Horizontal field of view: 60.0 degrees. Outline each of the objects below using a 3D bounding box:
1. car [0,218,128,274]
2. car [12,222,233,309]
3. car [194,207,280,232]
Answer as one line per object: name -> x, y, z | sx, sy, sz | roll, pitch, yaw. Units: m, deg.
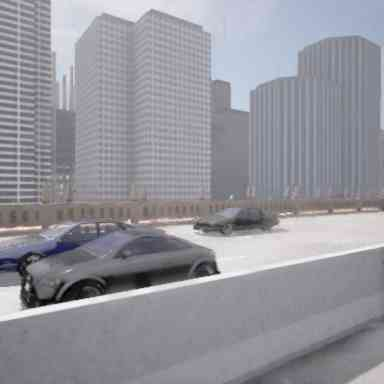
car -> -3.270, 1.548, 10.259 | 5.357, 1.411, 2.033 | 0, 0, -36
car -> -1.402, 1.565, 7.292 | 4.181, 1.385, 1.994 | 0, 0, -36
car -> 2.657, 1.553, 18.787 | 5.357, 1.411, 2.033 | 0, 0, -35
